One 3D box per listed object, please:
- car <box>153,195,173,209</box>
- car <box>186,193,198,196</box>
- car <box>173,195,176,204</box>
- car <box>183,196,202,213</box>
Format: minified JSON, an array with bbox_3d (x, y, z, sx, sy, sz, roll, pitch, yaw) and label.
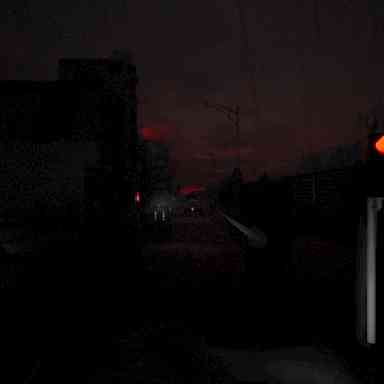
[{"bbox_3d":[-4.119,1.491,44.361,2.128,1.511,4.902,0,0,0],"label":"car"},{"bbox_3d":[-0.036,1.221,66.313,2.150,2.045,5.566,0,0,0],"label":"car"},{"bbox_3d":[-4.118,1.601,53.645,1.895,1.301,4.718,0,0,0],"label":"car"},{"bbox_3d":[0.083,1.525,36.736,1.812,1.442,4.674,0,0,0],"label":"car"}]
